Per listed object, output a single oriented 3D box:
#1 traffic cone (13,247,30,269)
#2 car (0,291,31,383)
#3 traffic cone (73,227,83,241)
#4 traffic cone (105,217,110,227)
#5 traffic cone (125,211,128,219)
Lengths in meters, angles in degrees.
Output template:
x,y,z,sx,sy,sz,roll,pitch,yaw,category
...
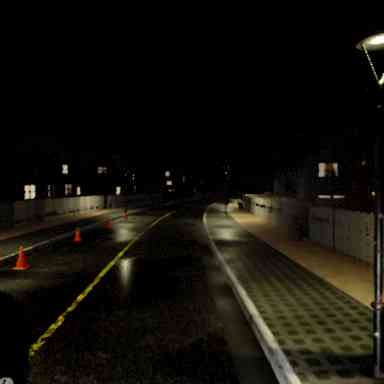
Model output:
x,y,z,sx,sy,sz,roll,pitch,yaw,category
-4.888,1.879,9.548,0.340,0.580,0.340,0,1,-2,traffic cone
-2.491,1.481,1.339,2.128,1.511,4.902,0,1,-1,car
-5.006,1.833,14.610,0.340,0.580,0.340,0,1,-1,traffic cone
-4.998,1.787,19.674,0.340,0.580,0.340,0,1,1,traffic cone
-4.864,1.739,24.735,0.340,0.580,0.340,0,1,2,traffic cone
